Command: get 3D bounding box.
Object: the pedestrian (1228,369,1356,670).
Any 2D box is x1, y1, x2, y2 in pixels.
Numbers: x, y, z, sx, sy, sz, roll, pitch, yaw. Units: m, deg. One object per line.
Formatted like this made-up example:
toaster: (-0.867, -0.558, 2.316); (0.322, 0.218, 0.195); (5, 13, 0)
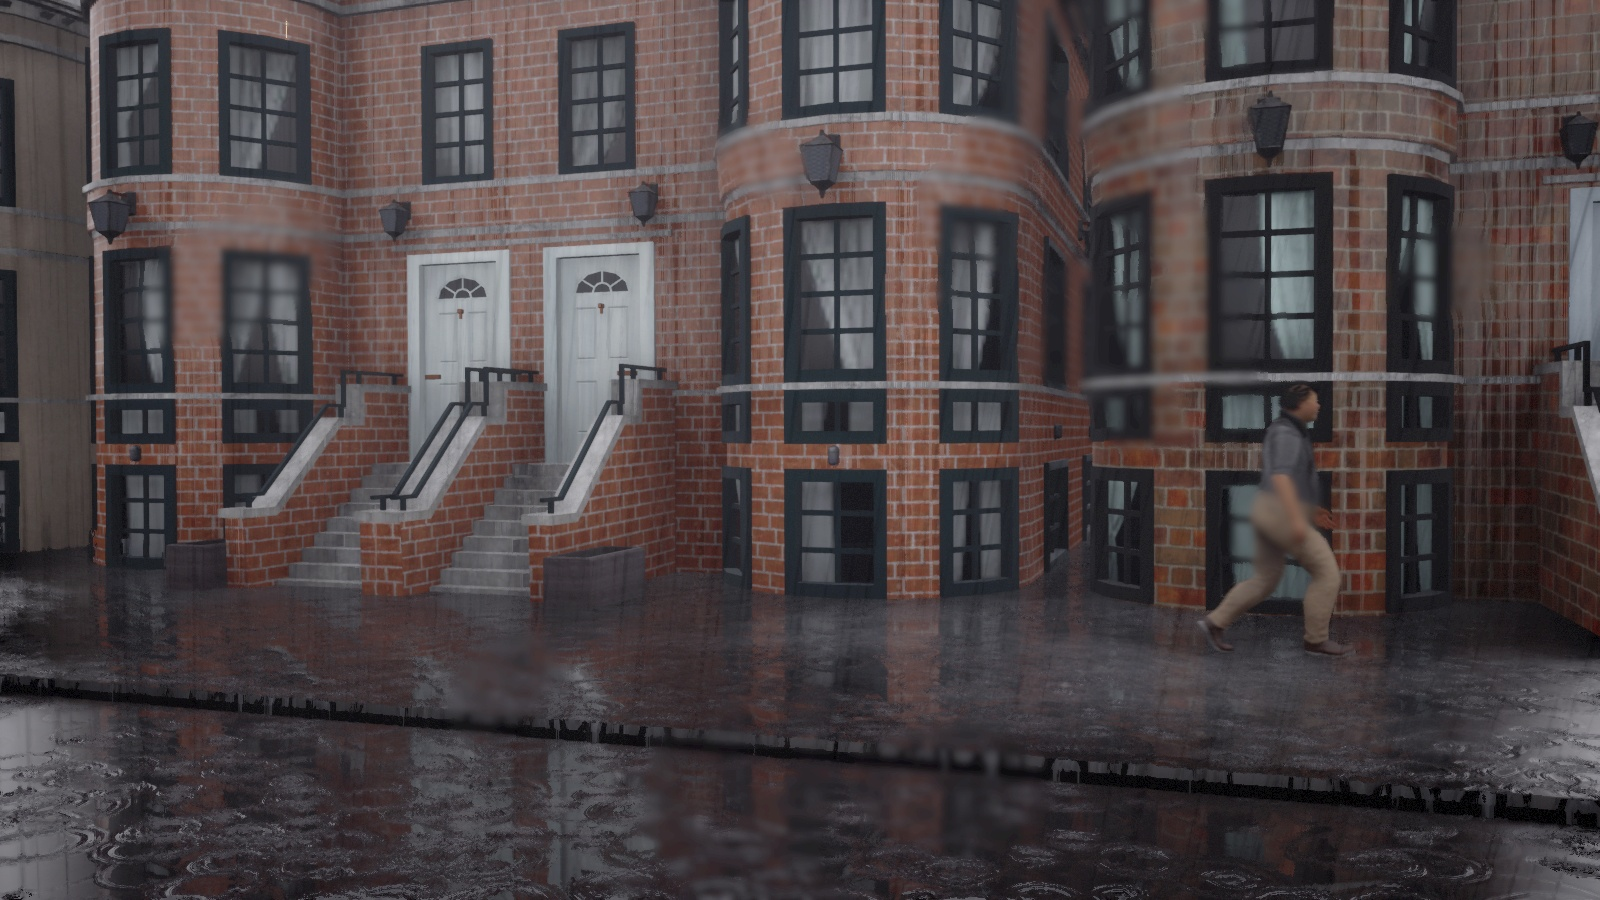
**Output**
pedestrian: (3.136, 0.419, 8.051); (0.694, 1.848, 0.540); (0, 1, 15)
